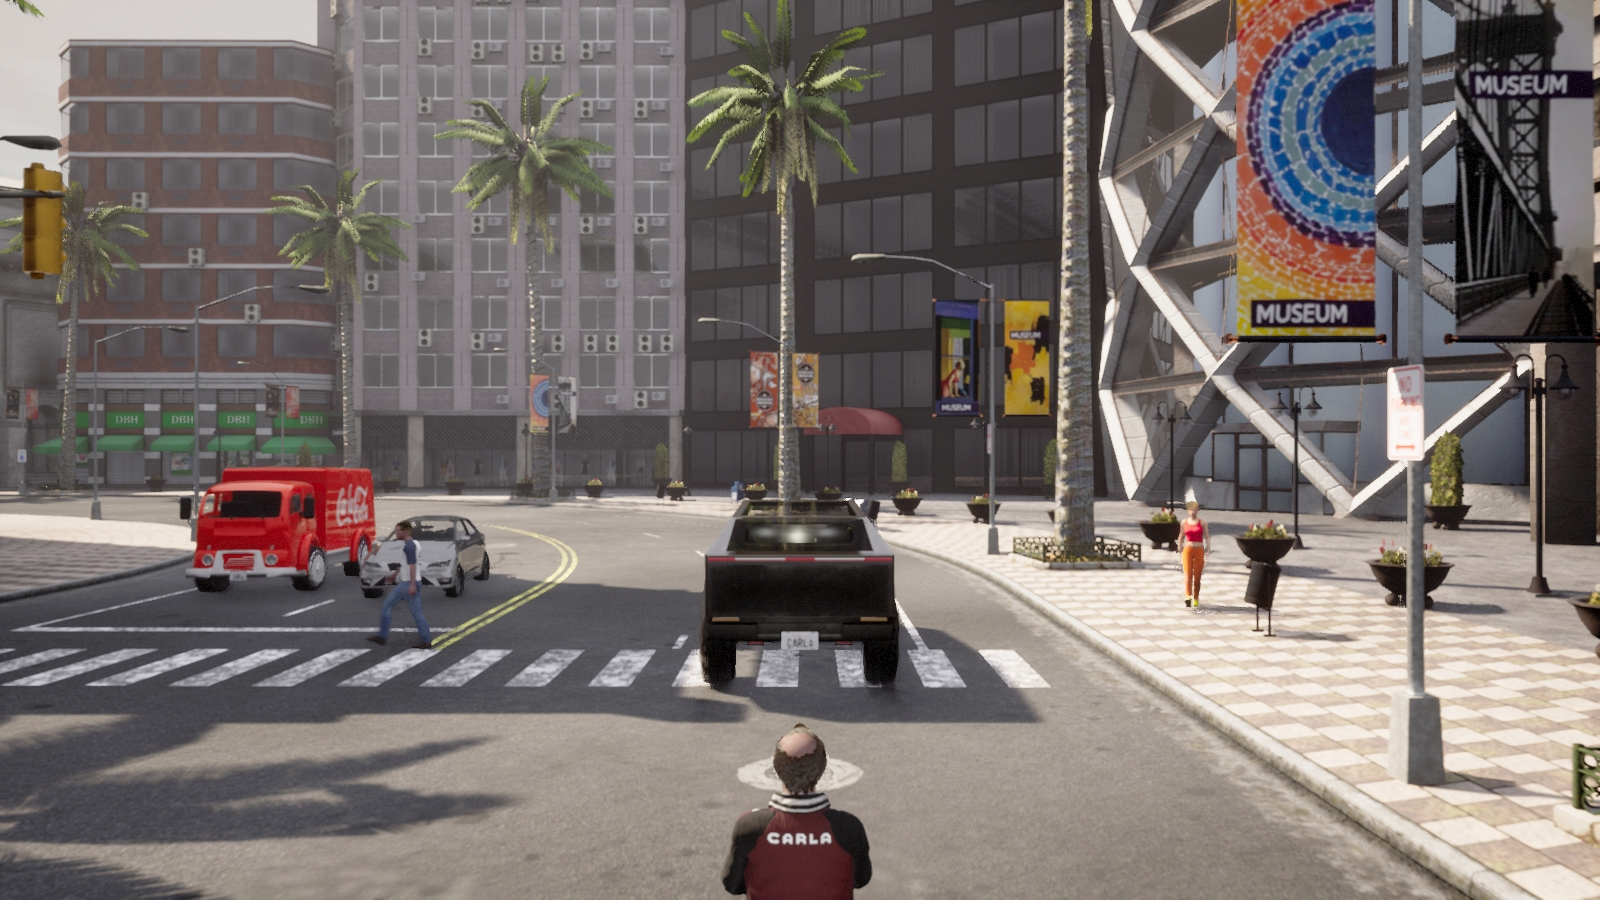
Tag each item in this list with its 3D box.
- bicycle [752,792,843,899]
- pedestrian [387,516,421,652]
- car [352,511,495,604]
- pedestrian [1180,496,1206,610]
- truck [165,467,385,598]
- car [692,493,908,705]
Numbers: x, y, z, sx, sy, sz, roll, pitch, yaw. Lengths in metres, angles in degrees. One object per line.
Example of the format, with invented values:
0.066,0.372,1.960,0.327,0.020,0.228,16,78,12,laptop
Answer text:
-0.008,2.215,4.520,0.329,1.171,1.835,0,0,0,bicycle
-5.547,1.862,16.007,0.375,1.860,0.375,0,0,-7,pedestrian
-7.459,2.083,23.032,1.816,1.474,4.193,0,0,-5,car
6.571,1.710,19.093,0.375,1.860,0.375,0,0,25,pedestrian
-10.849,1.599,24.164,2.627,2.467,5.204,0,-1,-5,truck
-0.013,1.765,15.758,2.390,2.098,6.274,0,0,0,car
